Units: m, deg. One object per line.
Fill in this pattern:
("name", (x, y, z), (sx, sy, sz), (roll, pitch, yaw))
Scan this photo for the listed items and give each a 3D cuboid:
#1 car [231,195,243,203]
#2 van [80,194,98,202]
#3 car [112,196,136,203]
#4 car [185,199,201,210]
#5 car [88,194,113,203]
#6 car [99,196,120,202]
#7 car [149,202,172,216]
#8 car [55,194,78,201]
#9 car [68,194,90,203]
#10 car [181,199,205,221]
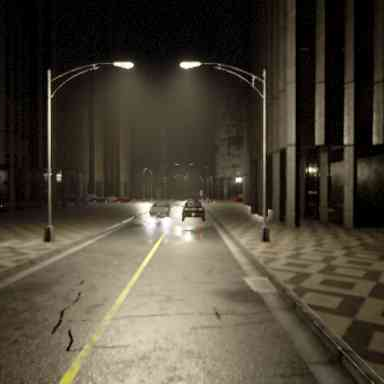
("car", (12.121, 1.708, 75.151), (5.009, 1.841, 2.192), (0, 0, 0))
("van", (-25.983, 1.459, 83.565), (3.998, 1.788, 1.690), (0, 0, 0))
("car", (-14.921, 1.811, 75.073), (4.507, 1.381, 1.887), (0, 0, 0))
("car", (0.096, 1.662, 45.307), (2.033, 1.411, 5.357), (0, 0, 0))
("car", (-20.446, 1.793, 75.055), (4.403, 1.369, 2.008), (0, 0, 0))
("car", (-20.629, 1.666, 83.581), (4.829, 1.417, 1.752), (0, 0, 0))
("car", (-3.100, 1.675, 33.145), (1.895, 1.301, 4.718), (0, 0, 0))
("car", (-31.508, 1.411, 83.549), (5.009, 1.841, 2.192), (0, 0, 0))
("car", (-25.971, 1.534, 75.036), (5.009, 1.841, 2.192), (0, 0, 0))
("car", (0.099, 1.551, 28.034), (2.128, 1.511, 4.902), (0, 0, 0))
